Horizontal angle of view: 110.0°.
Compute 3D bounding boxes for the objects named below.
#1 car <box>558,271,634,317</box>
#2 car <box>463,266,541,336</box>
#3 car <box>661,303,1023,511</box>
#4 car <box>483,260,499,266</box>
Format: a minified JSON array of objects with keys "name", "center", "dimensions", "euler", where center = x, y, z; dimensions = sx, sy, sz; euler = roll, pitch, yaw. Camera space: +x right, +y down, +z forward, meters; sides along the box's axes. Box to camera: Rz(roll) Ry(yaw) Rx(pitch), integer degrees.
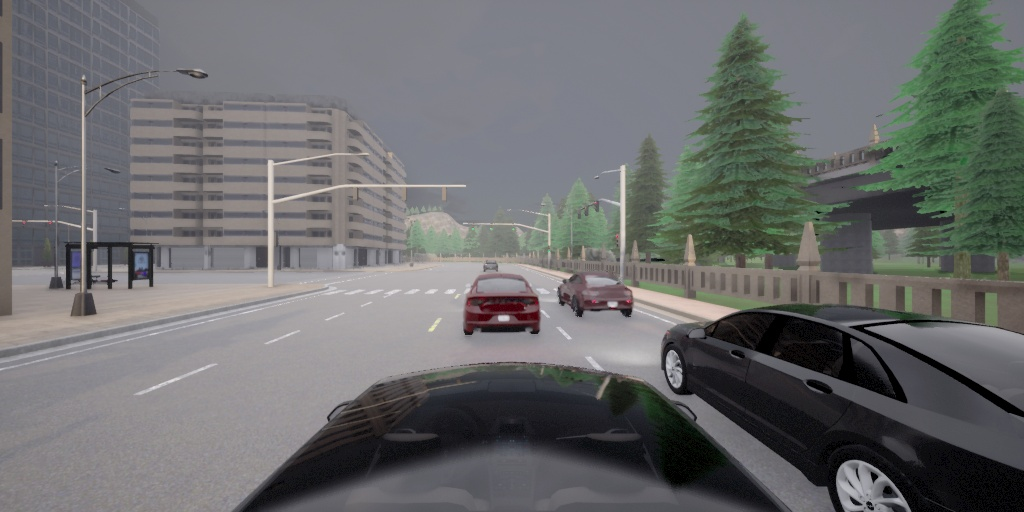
[{"name":"car","center":[2.902,1.275,13.094],"dimensions":[1.812,1.442,4.674],"euler":[0,0,-3]},{"name":"car","center":[-0.362,1.228,10.473],"dimensions":[1.882,1.535,5.008],"euler":[0,0,-4]},{"name":"car","center":[3.258,1.255,3.746],"dimensions":[1.837,1.490,4.892],"euler":[0,0,0]},{"name":"car","center":[-2.717,1.242,45.916],"dimensions":[2.128,1.511,4.902],"euler":[0,0,-4]}]
